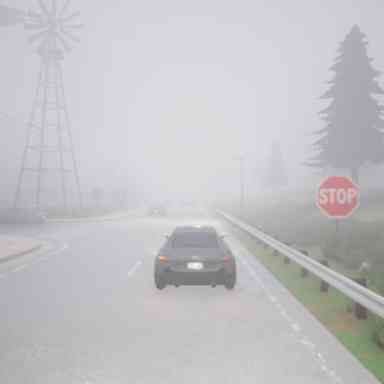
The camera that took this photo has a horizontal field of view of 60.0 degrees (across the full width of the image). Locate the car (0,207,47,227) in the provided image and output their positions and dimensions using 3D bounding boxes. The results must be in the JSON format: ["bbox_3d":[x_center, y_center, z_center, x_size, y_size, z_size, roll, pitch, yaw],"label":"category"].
[{"bbox_3d":[-12.613,1.747,23.683,4.181,1.385,1.994,0,0,-1],"label":"car"}]

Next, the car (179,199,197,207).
[{"bbox_3d":[-0.801,1.969,62.075,2.128,1.511,4.902,0,-1,-29],"label":"car"}]

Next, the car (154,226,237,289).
[{"bbox_3d":[0.076,1.636,9.416,1.994,1.385,4.181,0,-1,0],"label":"car"}]

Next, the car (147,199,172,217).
[{"bbox_3d":[-3.607,1.763,35.299,2.128,1.511,4.902,0,0,0],"label":"car"}]

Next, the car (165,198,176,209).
[{"bbox_3d":[-3.525,1.699,51.058,1.837,1.490,4.892,0,0,0],"label":"car"}]
